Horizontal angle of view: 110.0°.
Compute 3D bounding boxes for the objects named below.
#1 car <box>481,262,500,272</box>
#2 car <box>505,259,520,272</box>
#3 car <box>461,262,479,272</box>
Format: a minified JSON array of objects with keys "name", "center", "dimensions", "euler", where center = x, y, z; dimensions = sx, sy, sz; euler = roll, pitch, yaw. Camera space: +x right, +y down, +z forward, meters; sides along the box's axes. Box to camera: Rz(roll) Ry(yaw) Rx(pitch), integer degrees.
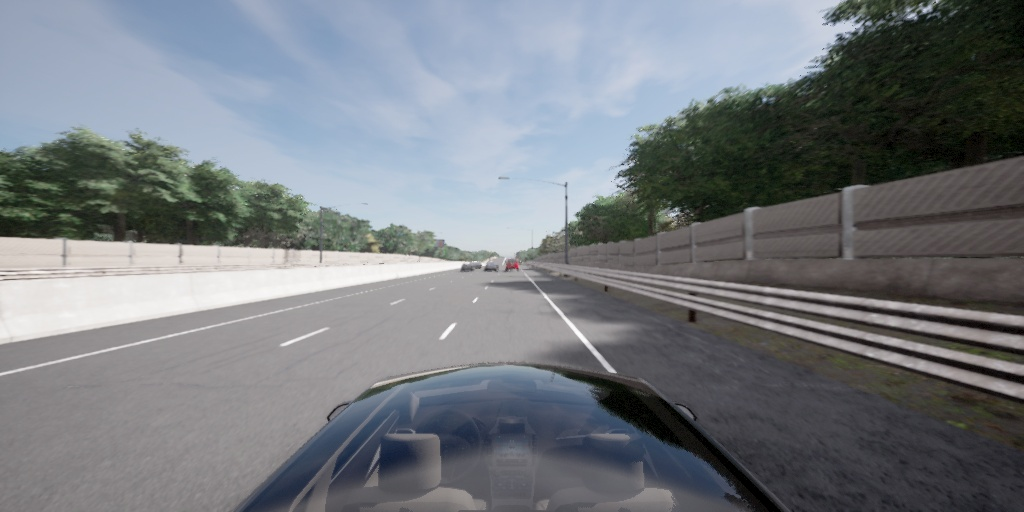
[{"name":"car","center":[-3.461,1.804,58.110],"dimensions":[1.994,1.385,4.181],"euler":[0,-1,0]},{"name":"car","center":[0.039,1.458,57.724],"dimensions":[2.150,2.045,5.566],"euler":[0,-1,0]},{"name":"car","center":[-6.963,1.720,56.862],"dimensions":[2.128,1.511,4.902],"euler":[0,-1,0]}]
